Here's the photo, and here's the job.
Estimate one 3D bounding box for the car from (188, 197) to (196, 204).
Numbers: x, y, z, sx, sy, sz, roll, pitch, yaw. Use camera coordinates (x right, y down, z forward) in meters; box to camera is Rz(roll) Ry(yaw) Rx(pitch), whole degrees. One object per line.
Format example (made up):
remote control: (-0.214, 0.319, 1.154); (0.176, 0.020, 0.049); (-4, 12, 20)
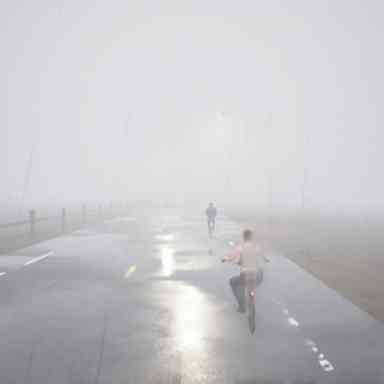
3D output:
car: (0.035, 1.962, 76.803); (1.837, 1.490, 4.892); (0, -1, 0)

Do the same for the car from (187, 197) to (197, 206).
car: (0.037, 1.829, 63.904); (2.128, 1.511, 4.902); (0, -1, 0)

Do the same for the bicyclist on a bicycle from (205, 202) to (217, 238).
bicyclist on a bicycle: (0.971, 1.413, 17.120); (0.659, 1.776, 1.843); (0, 0, 0)

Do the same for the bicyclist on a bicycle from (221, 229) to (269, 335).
bicyclist on a bicycle: (0.951, 1.445, 5.772); (0.866, 1.612, 1.509); (0, 0, 0)

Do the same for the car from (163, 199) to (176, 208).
car: (-3.540, 1.797, 52.956); (2.033, 1.411, 5.357); (0, 0, 0)
